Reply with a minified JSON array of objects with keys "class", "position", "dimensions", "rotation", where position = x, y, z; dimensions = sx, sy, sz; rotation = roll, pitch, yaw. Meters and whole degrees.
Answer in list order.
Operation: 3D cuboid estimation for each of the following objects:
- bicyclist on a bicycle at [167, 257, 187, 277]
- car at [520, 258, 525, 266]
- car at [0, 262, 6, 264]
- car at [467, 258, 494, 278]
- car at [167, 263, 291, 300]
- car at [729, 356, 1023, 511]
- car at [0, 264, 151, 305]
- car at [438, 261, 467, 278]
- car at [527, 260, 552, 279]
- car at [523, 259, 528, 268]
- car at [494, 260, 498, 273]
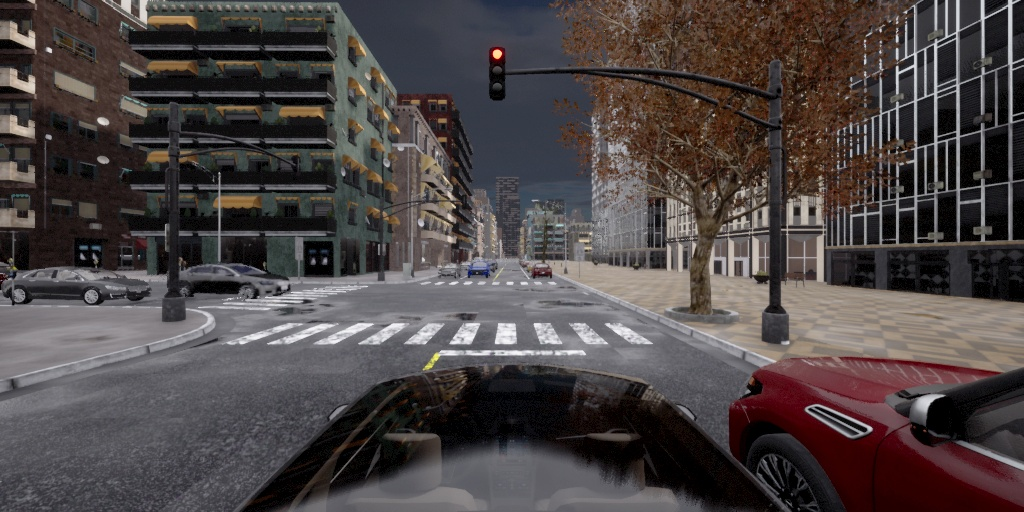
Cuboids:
[{"class":"bicyclist on a bicycle","position":[-23.168,0.761,24.917],"dimensions":[0.582,1.620,1.656],"rotation":[1,0,-1]},{"class":"car","position":[2.694,1.375,60.734],"dimensions":[1.802,1.307,4.207],"rotation":[0,0,0]},{"class":"car","position":[-25.865,1.014,16.152],"dimensions":[4.718,1.301,1.895],"rotation":[1,0,-1]},{"class":"car","position":[-3.091,1.241,34.359],"dimensions":[1.882,1.535,5.008],"rotation":[0,0,0]},{"class":"car","position":[-12.474,1.095,15.975],"dimensions":[4.902,1.511,2.128],"rotation":[1,0,4]},{"class":"car","position":[2.692,1.065,0.684],"dimensions":[2.192,1.841,5.009],"rotation":[0,0,0]},{"class":"car","position":[-16.434,1.091,13.656],"dimensions":[4.403,1.370,2.007],"rotation":[0,0,-1]},{"class":"car","position":[-5.688,1.312,33.072],"dimensions":[2.007,1.370,4.403],"rotation":[0,0,0]},{"class":"car","position":[2.692,1.307,33.071],"dimensions":[1.888,1.381,4.507],"rotation":[0,0,0]},{"class":"car","position":[2.693,1.298,44.307],"dimensions":[1.751,1.417,4.829],"rotation":[0,0,0]},{"class":"car","position":[-3.087,1.337,44.357],"dimensions":[1.994,1.385,4.181],"rotation":[0,0,0]}]
